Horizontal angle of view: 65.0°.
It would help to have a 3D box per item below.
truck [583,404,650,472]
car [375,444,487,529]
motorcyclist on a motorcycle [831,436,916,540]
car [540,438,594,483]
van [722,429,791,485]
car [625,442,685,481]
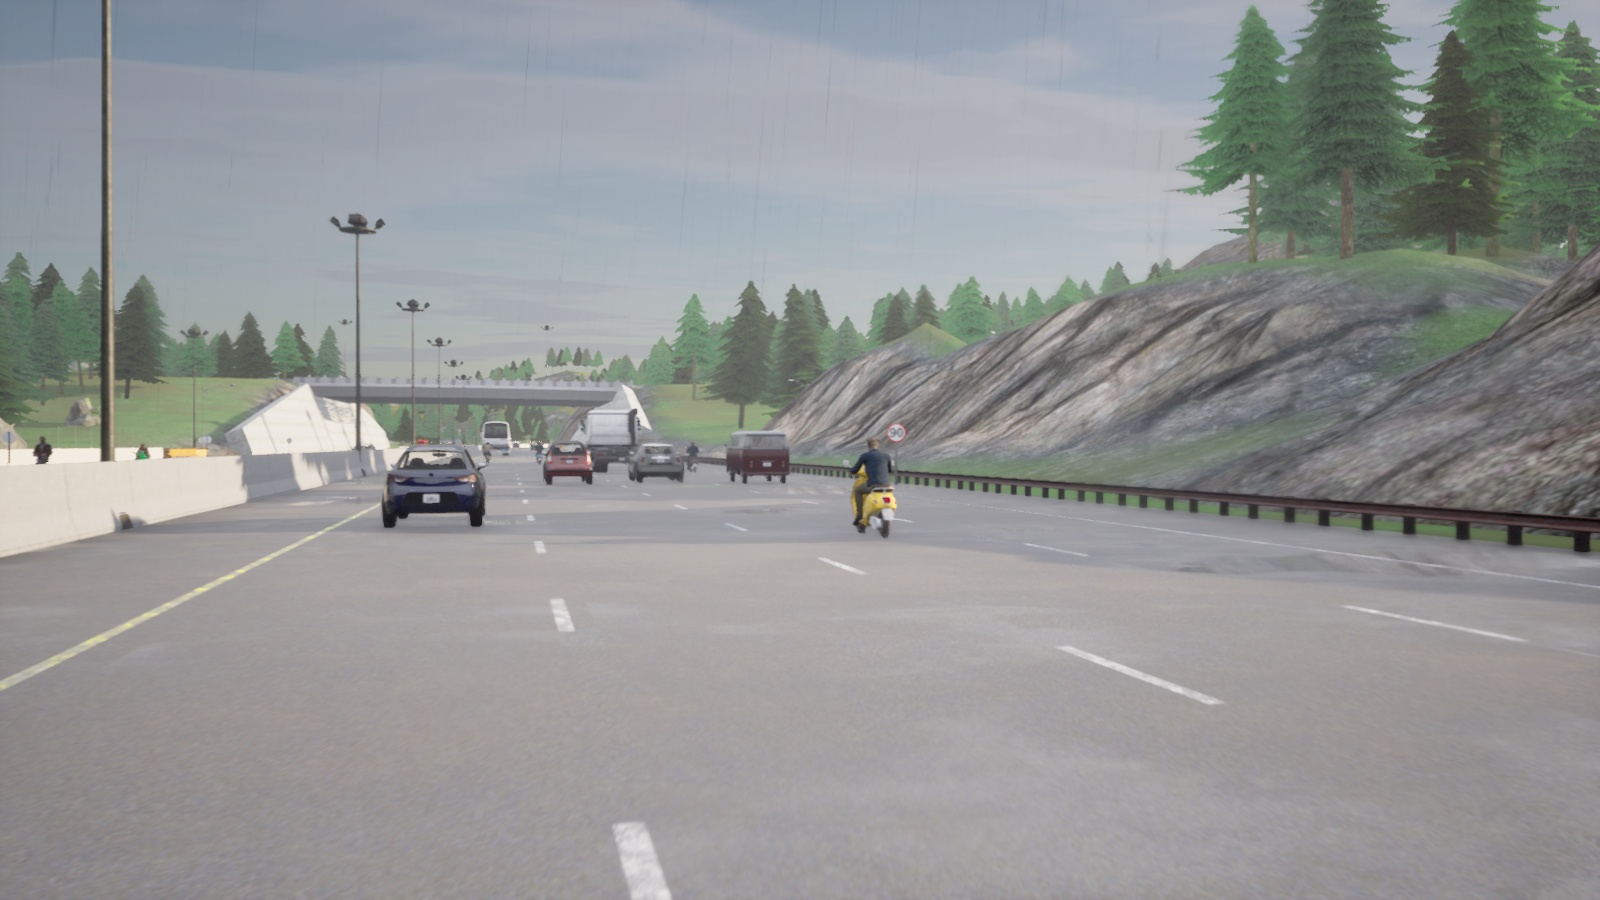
[{"bbox_3d":[-10.025,-0.618,67.921,2.891,3.462,7.936,0,0,-13],"label":"truck"},{"bbox_3d":[-6.941,0.622,23.952,1.816,1.474,4.193,0,0,-13],"label":"car"},{"bbox_3d":[1.146,0.591,20.106,0.866,1.590,1.817,0,-1,-13],"label":"motorcyclist on a motorcycle"},{"bbox_3d":[-8.869,0.374,47.591,1.851,1.617,3.988,0,0,-13],"label":"car"},{"bbox_3d":[-1.701,0.236,47.676,1.775,1.987,4.442,0,0,-13],"label":"van"},{"bbox_3d":[-5.784,0.432,49.768,1.970,1.475,3.806,0,0,-13],"label":"car"}]
